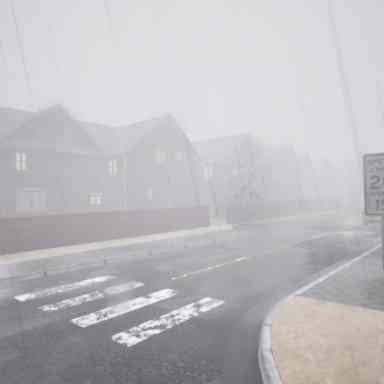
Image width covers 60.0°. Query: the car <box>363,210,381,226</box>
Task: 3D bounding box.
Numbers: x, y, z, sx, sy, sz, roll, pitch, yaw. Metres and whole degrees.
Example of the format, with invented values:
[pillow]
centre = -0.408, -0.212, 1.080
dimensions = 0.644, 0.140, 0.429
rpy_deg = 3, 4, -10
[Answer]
[car]
centre = 12.747, 1.373, 21.889
dimensions = 1.882, 1.535, 5.008
rpy_deg = -2, -1, 41
